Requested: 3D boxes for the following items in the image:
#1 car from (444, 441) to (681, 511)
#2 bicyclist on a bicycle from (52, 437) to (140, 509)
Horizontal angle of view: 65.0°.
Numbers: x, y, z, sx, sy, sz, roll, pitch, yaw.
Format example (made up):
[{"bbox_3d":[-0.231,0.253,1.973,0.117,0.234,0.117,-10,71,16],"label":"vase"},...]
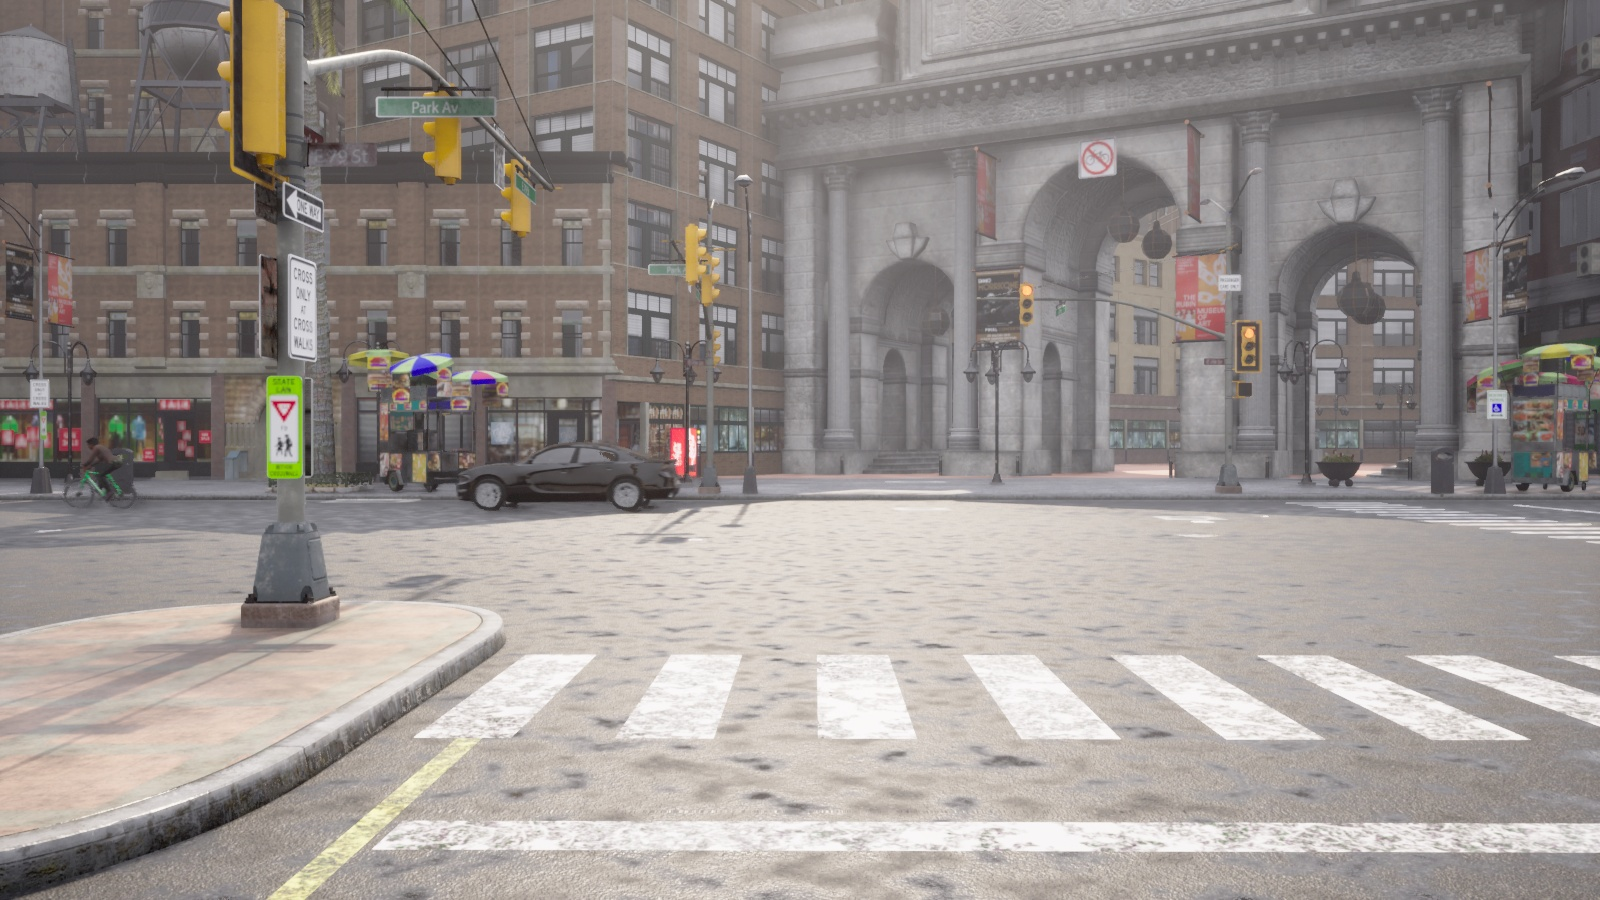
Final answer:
[{"bbox_3d":[-5.301,0.559,28.489,5.008,1.535,1.882,0,0,1],"label":"car"},{"bbox_3d":[-16.044,0.525,28.641,1.656,1.620,0.582,0,0,1],"label":"bicyclist on a bicycle"}]
